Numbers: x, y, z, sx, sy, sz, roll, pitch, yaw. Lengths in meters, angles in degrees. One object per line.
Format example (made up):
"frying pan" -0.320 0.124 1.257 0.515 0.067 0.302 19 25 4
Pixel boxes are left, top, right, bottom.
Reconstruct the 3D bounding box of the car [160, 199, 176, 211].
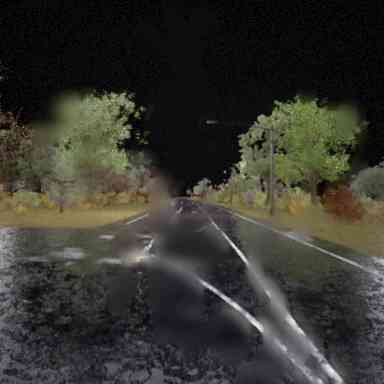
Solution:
"car" -3.561 1.916 50.130 2.097 1.767 4.553 0 -1 -1
